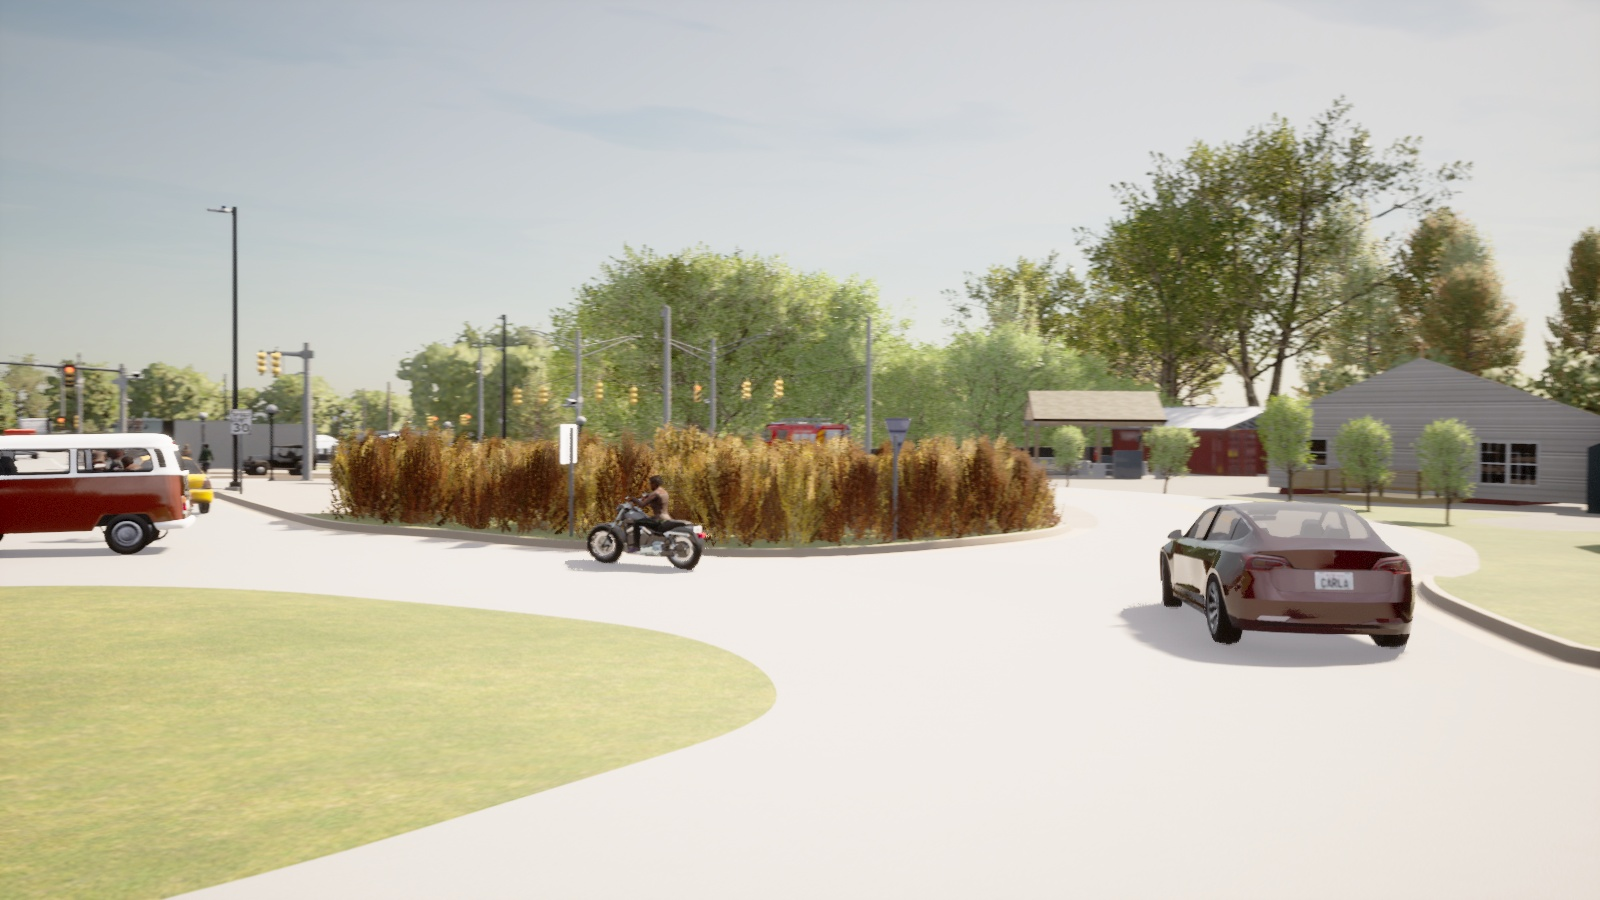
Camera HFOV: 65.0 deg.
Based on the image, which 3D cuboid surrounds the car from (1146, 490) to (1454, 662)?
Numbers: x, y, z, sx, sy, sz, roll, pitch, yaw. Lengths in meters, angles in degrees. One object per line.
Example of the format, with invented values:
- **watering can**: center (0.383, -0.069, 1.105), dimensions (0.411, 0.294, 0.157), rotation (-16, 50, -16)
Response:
- **car**: center (5.535, 1.302, 14.673), dimensions (2.163, 1.488, 4.792), rotation (0, 0, 6)

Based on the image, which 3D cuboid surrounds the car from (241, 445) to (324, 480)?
- **car**: center (-28.792, 0.701, 69.914), dimensions (3.866, 1.878, 1.905), rotation (2, 0, -37)

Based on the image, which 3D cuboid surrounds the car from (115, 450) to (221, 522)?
- **car**: center (-15.984, 0.829, 31.611), dimensions (1.801, 1.575, 5.366), rotation (-1, 1, -33)

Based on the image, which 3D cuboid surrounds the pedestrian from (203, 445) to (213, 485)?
- **pedestrian**: center (-27.191, 0.685, 57.661), dimensions (0.353, 1.847, 0.614), rotation (0, 1, -18)

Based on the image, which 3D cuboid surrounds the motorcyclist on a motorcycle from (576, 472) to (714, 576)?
- **motorcyclist on a motorcycle**: center (-2.723, 1.258, 21.944), dimensions (2.350, 1.649, 0.766), rotation (1, 1, 27)

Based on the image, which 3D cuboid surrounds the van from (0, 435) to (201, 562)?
- **van**: center (-12.987, 0.800, 21.804), dimensions (4.480, 2.038, 2.069), rotation (-1, 1, -21)

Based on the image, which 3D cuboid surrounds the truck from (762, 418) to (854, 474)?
- **truck**: center (0.475, -0.353, 90.380), dimensions (2.891, 3.827, 8.468), rotation (-1, 1, -28)
